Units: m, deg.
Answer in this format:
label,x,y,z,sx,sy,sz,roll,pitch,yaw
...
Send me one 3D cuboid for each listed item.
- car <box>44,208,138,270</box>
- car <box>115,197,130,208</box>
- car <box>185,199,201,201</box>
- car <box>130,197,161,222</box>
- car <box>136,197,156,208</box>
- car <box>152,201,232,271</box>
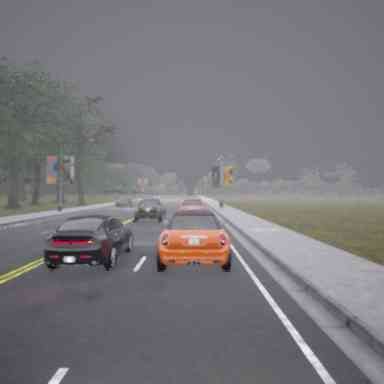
label,x,y,z,sx,sy,sz,roll,pitch,yaw
car,-3.179,1.499,11.008,1.837,1.490,4.892,0,0,0
car,-9.819,1.466,48.143,1.837,1.490,4.892,0,0,0
car,0.072,1.333,26.101,2.097,1.767,4.553,0,0,0
car,-3.178,1.333,26.098,2.097,1.767,4.553,0,0,0
car,-6.569,1.452,48.143,2.128,1.511,4.902,0,0,0
car,0.068,1.346,11.035,2.097,1.767,4.553,0,0,0
